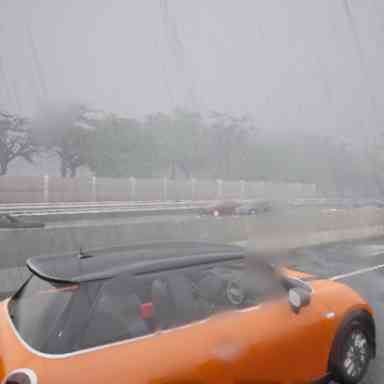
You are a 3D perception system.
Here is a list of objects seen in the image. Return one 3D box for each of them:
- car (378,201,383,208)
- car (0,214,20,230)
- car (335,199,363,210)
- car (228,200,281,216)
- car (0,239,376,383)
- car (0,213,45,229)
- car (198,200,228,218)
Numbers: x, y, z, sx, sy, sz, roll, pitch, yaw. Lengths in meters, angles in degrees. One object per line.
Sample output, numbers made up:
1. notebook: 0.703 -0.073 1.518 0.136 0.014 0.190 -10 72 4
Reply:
1. car: 26.526 1.555 44.072 4.892 1.490 1.837 1 0 -35
2. car: -8.486 1.600 10.836 4.718 1.301 1.895 0 0 -35
3. car: 21.022 1.602 44.493 4.181 1.385 1.994 0 0 -35
4. car: 5.862 1.508 29.579 4.892 1.490 1.837 0 0 -35
5. car: 0.146 1.351 3.846 4.553 1.767 2.097 0 0 -35
6. car: -9.167 1.599 14.649 4.718 1.301 1.895 0 0 -35
7. car: 2.830 1.479 30.855 5.008 1.535 1.882 0 0 -38
